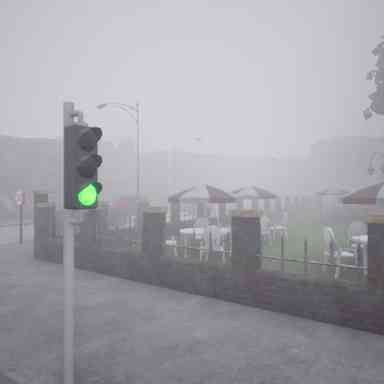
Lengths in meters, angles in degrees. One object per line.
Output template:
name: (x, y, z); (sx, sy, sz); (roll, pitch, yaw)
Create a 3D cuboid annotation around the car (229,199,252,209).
car: (6.649, 1.534, 43.581); (4.674, 1.442, 1.812); (0, 0, -43)

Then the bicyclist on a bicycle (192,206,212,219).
bicyclist on a bicycle: (0.669, 1.344, 21.463); (1.656, 1.620, 0.582); (0, 0, 36)

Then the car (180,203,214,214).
car: (0.290, 1.228, 35.564); (2.150, 2.045, 5.566); (0, 0, 34)

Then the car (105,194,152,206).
car: (-5.656, 1.228, 27.070); (2.150, 2.045, 5.566); (0, 0, 35)

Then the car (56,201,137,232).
car: (-5.920, 1.497, 19.454); (2.128, 1.511, 4.902); (0, 0, 36)
